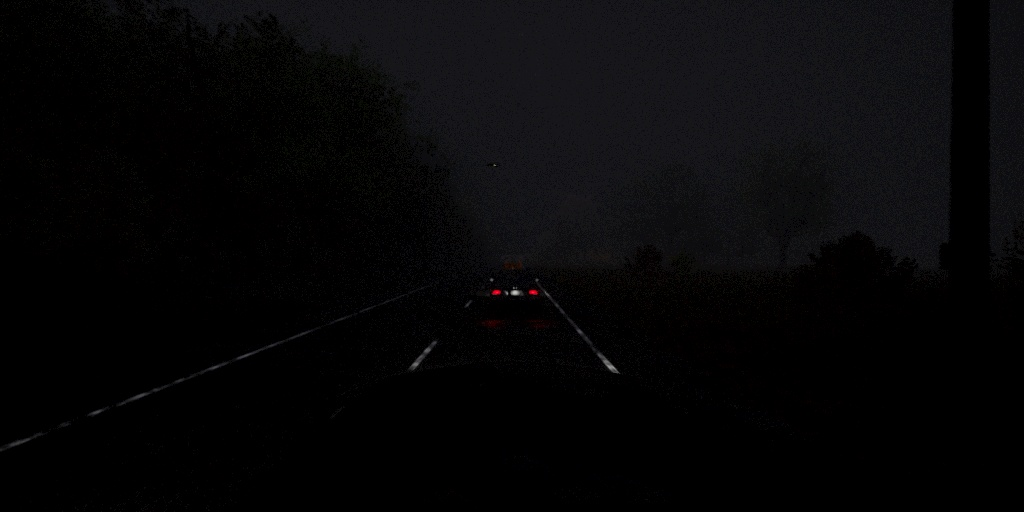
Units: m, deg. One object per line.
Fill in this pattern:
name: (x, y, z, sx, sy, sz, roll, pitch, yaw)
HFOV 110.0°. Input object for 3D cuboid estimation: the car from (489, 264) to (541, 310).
car: (0.097, 1.222, 14.102, 2.033, 1.411, 5.357, 0, 0, 0)

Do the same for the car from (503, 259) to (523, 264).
car: (0.101, 1.017, 36.770, 1.882, 1.535, 5.008, 0, 0, 0)
